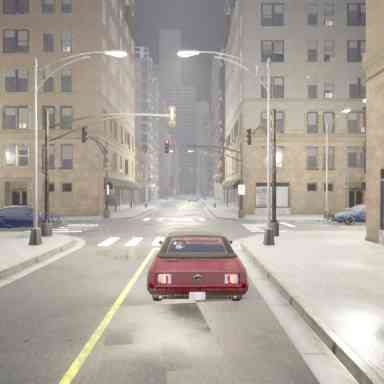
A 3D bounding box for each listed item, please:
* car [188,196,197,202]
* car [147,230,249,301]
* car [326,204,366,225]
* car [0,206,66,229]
[{"bbox_3d":[0.098,1.567,75.174,1.895,1.301,4.718,0,0,0],"label":"car"},{"bbox_3d":[0.093,1.601,8.261,1.895,1.301,4.718,0,0,0],"label":"car"},{"bbox_3d":[12.198,1.512,22.852,5.357,1.411,2.033,0,0,3],"label":"car"},{"bbox_3d":[-10.026,1.551,19.881,4.674,1.442,1.812,0,0,-3],"label":"car"}]
